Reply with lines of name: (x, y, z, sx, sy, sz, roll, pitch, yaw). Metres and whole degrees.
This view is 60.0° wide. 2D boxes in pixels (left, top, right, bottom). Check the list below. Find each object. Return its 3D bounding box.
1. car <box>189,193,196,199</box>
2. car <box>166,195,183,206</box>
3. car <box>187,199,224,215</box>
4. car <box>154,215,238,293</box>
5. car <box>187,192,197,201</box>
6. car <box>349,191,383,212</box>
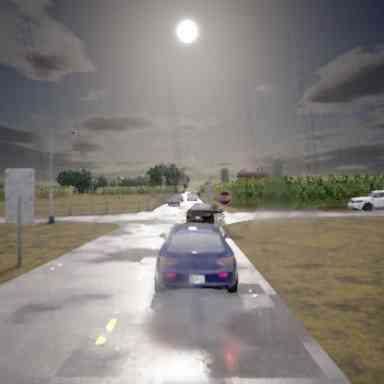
car: (0.051, 0.978, 87.321, 1.812, 1.442, 4.674, 0, 1, 0)
car: (-2.803, 1.432, 51.657, 1.837, 1.490, 4.892, 0, 0, 0)
car: (1.044, 1.514, 24.034, 1.882, 1.535, 5.008, -1, 0, 15)
car: (0.089, 1.542, 8.753, 1.812, 1.442, 4.674, 0, 0, 0)
car: (0.045, 0.950, 76.929, 2.150, 2.045, 5.566, 0, 1, 0)
car: (18.403, 0.882, 32.555, 5.566, 2.045, 2.150, -1, 0, 0)
